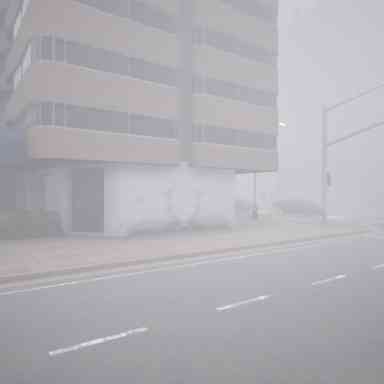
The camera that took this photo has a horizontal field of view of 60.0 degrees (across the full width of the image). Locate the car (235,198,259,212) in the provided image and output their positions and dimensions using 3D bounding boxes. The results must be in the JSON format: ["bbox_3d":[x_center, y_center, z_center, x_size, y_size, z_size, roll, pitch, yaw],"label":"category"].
[{"bbox_3d":[5.912,1.575,39.336,1.994,1.385,4.181,0,0,-35],"label":"car"}]

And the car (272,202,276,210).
[{"bbox_3d":[11.432,1.491,37.682,1.882,1.535,5.008,0,0,-36],"label":"car"}]

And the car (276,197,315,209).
[{"bbox_3d":[14.263,1.507,45.997,2.128,1.511,4.902,0,0,-36],"label":"car"}]

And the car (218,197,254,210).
[{"bbox_3d":[5.901,1.504,45.302,2.128,1.511,4.902,0,0,-36],"label":"car"}]

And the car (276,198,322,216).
[{"bbox_3d":[10.839,1.575,32.545,1.994,1.385,4.181,0,0,-36],"label":"car"}]

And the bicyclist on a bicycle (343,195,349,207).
[{"bbox_3d":[22.049,1.320,47.703,1.656,1.620,0.582,0,0,-36],"label":"bicyclist on a bicycle"}]
